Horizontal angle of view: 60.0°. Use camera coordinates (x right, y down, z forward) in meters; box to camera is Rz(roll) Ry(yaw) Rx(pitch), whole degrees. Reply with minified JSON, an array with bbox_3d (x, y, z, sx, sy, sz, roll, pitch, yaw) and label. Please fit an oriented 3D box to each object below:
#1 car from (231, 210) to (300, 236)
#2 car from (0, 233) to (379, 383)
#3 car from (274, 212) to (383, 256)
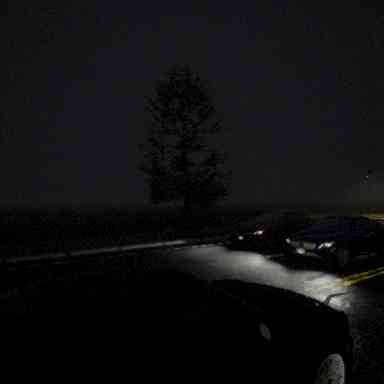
[{"bbox_3d":[3.800,1.528,14.498,4.674,1.442,1.812,0,0,-36],"label":"car"},{"bbox_3d":[-0.465,1.479,3.123,5.008,1.535,1.882,0,0,-36],"label":"car"},{"bbox_3d":[5.171,1.525,11.472,4.674,1.442,1.812,0,0,-36],"label":"car"}]
